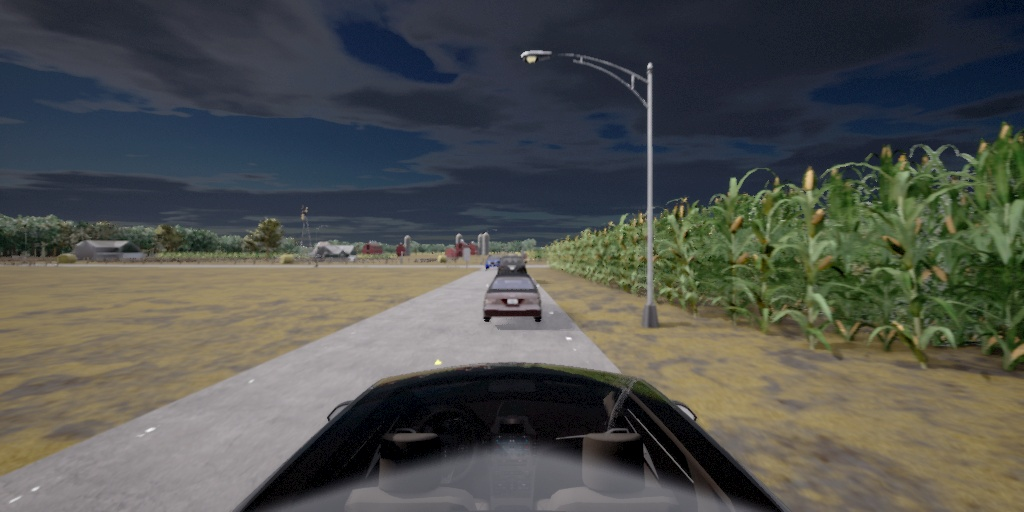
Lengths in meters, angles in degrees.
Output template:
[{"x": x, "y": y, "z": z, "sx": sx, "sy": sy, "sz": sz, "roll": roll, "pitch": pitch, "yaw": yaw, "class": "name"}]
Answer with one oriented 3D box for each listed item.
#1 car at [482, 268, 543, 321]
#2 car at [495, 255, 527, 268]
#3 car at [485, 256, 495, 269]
[{"x": 0.026, "y": 1.301, "z": 12.421, "sx": 2.033, "sy": 1.411, "sz": 5.357, "roll": 0, "pitch": 0, "yaw": 0, "class": "car"}, {"x": 0.040, "y": 0.973, "z": 28.401, "sx": 2.150, "sy": 2.045, "sz": 5.566, "roll": 0, "pitch": 0, "yaw": 1, "class": "car"}, {"x": -2.774, "y": 0.970, "z": 53.590, "sx": 2.150, "sy": 2.045, "sz": 5.566, "roll": 0, "pitch": 0, "yaw": 1, "class": "car"}]
